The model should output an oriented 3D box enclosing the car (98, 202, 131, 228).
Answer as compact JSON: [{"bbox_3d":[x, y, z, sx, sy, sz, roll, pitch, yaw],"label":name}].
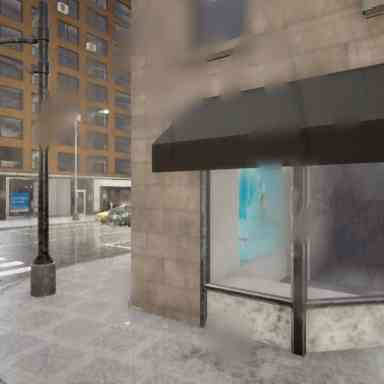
[{"bbox_3d":[-3.577,1.372,22.227,2.097,1.767,4.553,0,0,36],"label":"car"}]

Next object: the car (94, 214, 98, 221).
[{"bbox_3d":[-4.935,1.548,24.720,1.752,1.417,4.829,0,0,36],"label":"car"}]
